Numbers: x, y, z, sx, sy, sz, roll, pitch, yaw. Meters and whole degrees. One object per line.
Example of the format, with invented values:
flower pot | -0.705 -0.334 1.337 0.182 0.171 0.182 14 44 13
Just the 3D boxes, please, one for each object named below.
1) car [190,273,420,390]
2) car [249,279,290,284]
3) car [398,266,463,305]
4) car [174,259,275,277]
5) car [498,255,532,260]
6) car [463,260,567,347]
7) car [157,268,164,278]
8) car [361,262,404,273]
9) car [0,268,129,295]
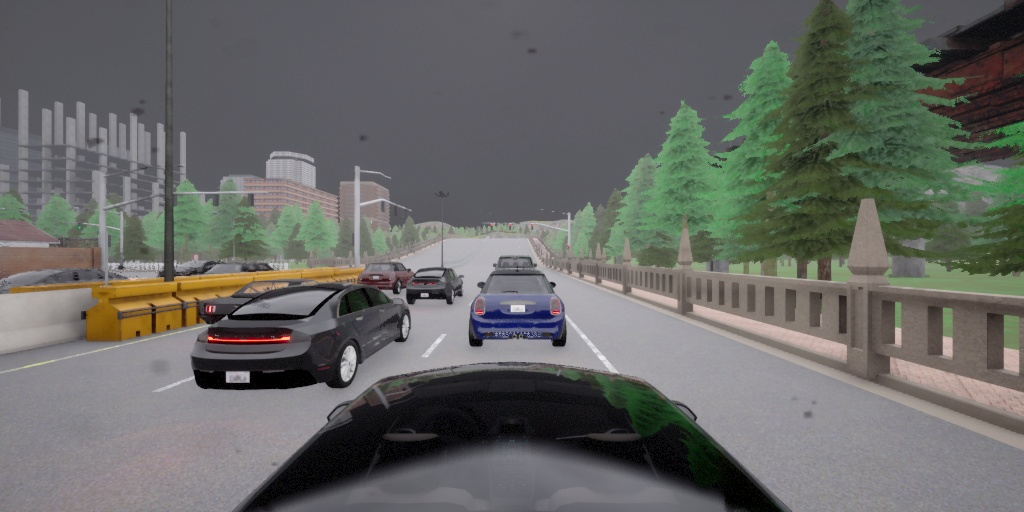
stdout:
car | -3.383 1.255 6.866 1.837 1.490 4.892 0 0 0
car | -6.865 1.351 11.182 1.895 1.301 4.718 0 0 0
car | -3.348 1.255 16.187 1.837 1.490 4.892 0 0 0
car | -13.999 1.101 18.069 2.097 1.767 4.553 0 0 1
car | 0.162 0.972 18.996 2.150 2.045 5.566 0 0 0
car | 0.125 1.102 9.506 2.097 1.767 4.553 0 0 0
car | -20.932 0.946 24.076 1.882 1.535 5.008 0 0 -3
car | -6.881 1.102 20.175 2.097 1.767 4.553 0 0 -1
car | -17.540 1.255 13.607 1.837 1.490 4.892 0 0 0
